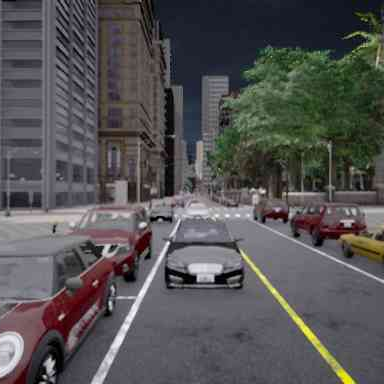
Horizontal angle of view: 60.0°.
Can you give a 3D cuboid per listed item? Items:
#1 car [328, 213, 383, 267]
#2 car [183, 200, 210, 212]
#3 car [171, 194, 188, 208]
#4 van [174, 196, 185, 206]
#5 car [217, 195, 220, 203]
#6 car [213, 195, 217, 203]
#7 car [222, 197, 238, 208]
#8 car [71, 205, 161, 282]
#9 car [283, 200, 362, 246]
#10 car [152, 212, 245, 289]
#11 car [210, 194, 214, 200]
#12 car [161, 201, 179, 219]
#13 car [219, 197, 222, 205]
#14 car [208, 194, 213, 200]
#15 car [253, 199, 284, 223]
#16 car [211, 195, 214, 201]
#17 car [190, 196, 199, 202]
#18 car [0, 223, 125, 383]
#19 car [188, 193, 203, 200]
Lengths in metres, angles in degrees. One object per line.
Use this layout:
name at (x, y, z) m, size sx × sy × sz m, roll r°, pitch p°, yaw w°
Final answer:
car at (6.154, 1.576, 10.237) m, size 1.752 × 1.417 × 4.829 m, roll 0°, pitch 0°, yaw 0°
car at (0.447, 1.651, 26.830) m, size 1.812 × 1.442 × 4.674 m, roll 0°, pitch 0°, yaw 0°
car at (-2.225, 1.532, 53.135) m, size 2.192 × 1.841 × 5.009 m, roll 0°, pitch 0°, yaw 0°
van at (-2.207, 1.575, 58.555) m, size 1.690 × 1.788 × 3.998 m, roll 0°, pitch 0°, yaw 0°
car at (6.337, 1.690, 63.927) m, size 1.967 × 1.590 × 4.097 m, roll 0°, pitch 0°, yaw 0°
car at (6.373, 1.861, 74.767) m, size 1.802 × 1.307 × 4.206 m, roll 0°, pitch 0°, yaw 0°
car at (6.300, 1.783, 53.086) m, size 1.947 × 1.339 × 4.313 m, roll 0°, pitch 0°, yaw 0°
car at (-2.372, 1.365, 10.112) m, size 2.192 × 1.841 × 5.009 m, roll 0°, pitch 0°, yaw 0°
car at (6.172, 1.391, 15.554) m, size 2.192 × 1.841 × 5.009 m, roll 0°, pitch 0°, yaw 0°
car at (0.291, 1.538, 9.361) m, size 2.128 × 1.511 × 4.902 m, roll 0°, pitch 0°, yaw 0°
car at (6.410, 1.871, 85.608) m, size 1.947 × 1.339 × 4.313 m, roll 0°, pitch 0°, yaw 0°
car at (-2.316, 1.690, 26.575) m, size 1.947 × 1.339 × 4.313 m, roll 0°, pitch 0°, yaw 0°
car at (6.318, 1.816, 58.506) m, size 1.802 × 1.307 × 4.206 m, roll 0°, pitch 0°, yaw 0°
car at (6.429, 1.631, 91.028) m, size 2.192 × 1.841 × 5.009 m, roll 0°, pitch 0°, yaw 0°
car at (6.210, 1.439, 26.529) m, size 2.192 × 1.841 × 5.009 m, roll 0°, pitch 0°, yaw 0°
car at (6.392, 1.837, 80.187) m, size 1.887 × 1.381 × 4.507 m, roll 0°, pitch 0°, yaw 0°
car at (0.639, 1.838, 83.724) m, size 2.033 × 1.411 × 5.357 m, roll 0°, pitch 0°, yaw 0°
car at (-2.390, 1.463, 4.624) m, size 1.967 × 1.590 × 4.097 m, roll 0°, pitch 0°, yaw 0°
car at (0.582, 1.617, 68.285) m, size 2.097 × 1.767 × 4.553 m, roll 0°, pitch 0°, yaw 0°
